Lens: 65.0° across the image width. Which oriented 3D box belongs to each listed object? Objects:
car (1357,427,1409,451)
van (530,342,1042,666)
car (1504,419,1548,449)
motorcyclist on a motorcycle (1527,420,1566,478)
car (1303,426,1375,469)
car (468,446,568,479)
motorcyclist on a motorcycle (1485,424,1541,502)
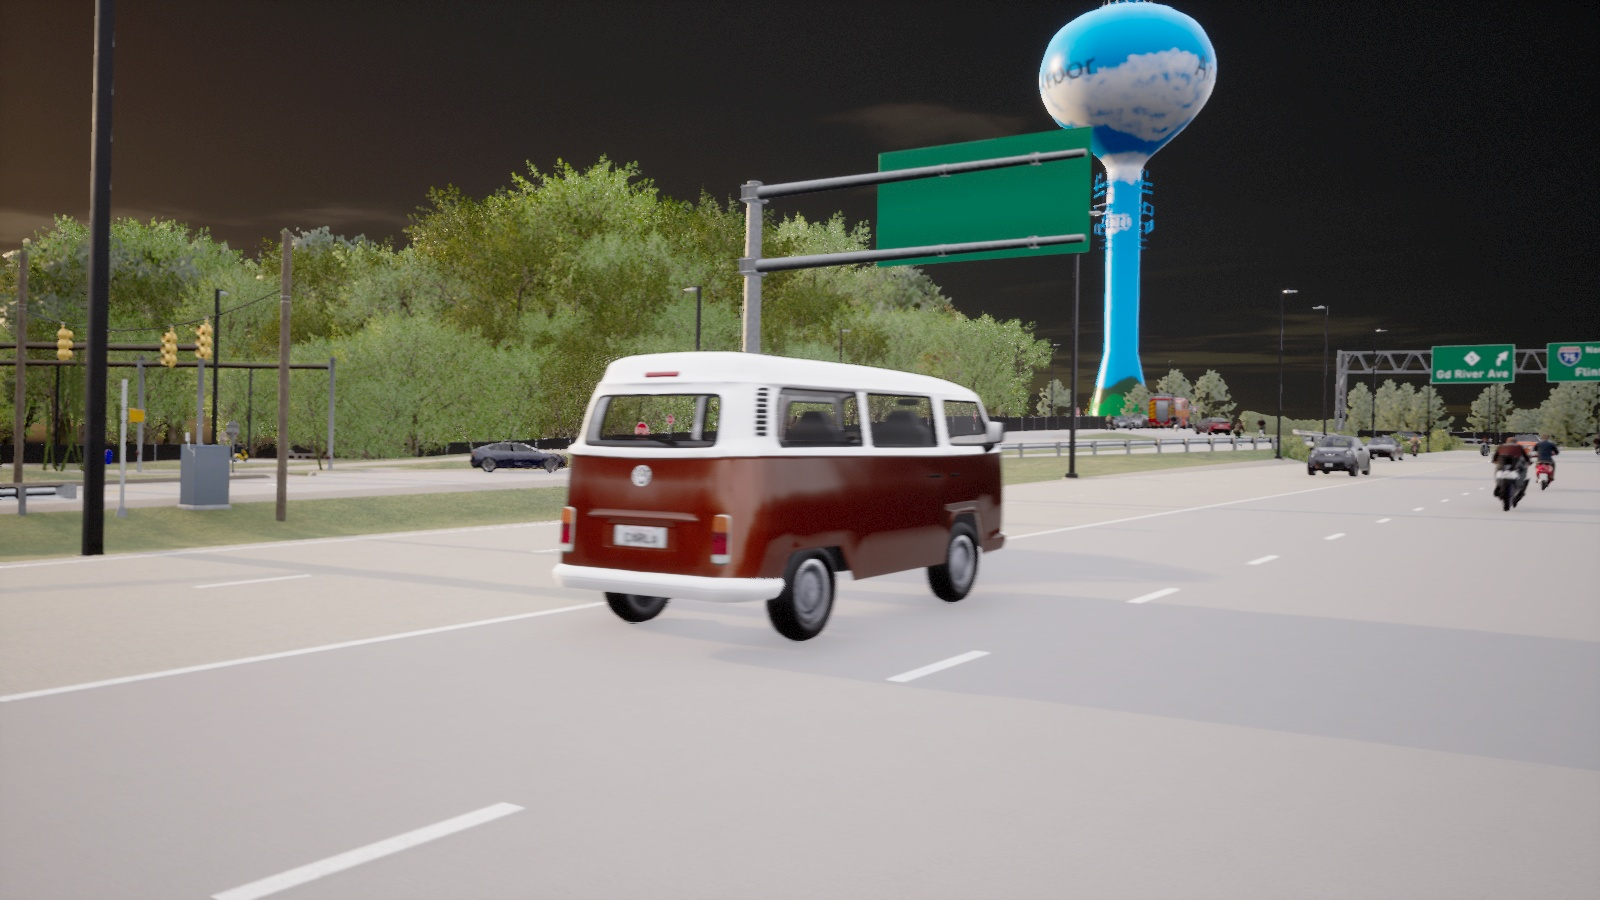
[{"bbox_3d":[35.101,-0.684,75.571,2.033,1.411,5.357,0,1,34],"label":"car"},{"bbox_3d":[0.160,0.303,10.328,2.069,2.038,4.480,0,1,33],"label":"van"},{"bbox_3d":[45.213,-1.010,78.144,2.097,1.767,4.553,0,1,34],"label":"car"},{"bbox_3d":[21.357,-0.045,35.910,0.866,1.590,1.817,0,1,34],"label":"motorcyclist on a motorcycle"},{"bbox_3d":[19.991,-0.125,46.503,1.845,1.501,3.633,0,1,34],"label":"car"},{"bbox_3d":[-14.181,0.616,63.412,4.792,1.488,2.163,-1,1,-11],"label":"car"},{"bbox_3d":[14.780,0.242,26.010,0.866,1.530,2.191,0,1,34],"label":"motorcyclist on a motorcycle"}]
